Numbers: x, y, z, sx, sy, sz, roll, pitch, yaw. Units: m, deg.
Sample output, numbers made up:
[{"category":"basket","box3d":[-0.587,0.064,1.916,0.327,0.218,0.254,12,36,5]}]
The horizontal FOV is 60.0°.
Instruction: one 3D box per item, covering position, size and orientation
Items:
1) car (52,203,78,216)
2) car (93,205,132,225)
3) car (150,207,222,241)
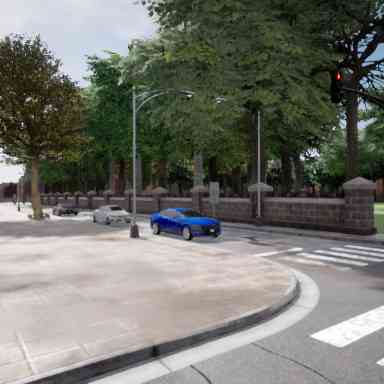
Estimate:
[{"category":"car","box3d":[-14.321,1.954,37.481,1.994,1.385,4.181,0,-1,-35]},{"category":"car","box3d":[-6.448,1.763,26.409,1.812,1.442,4.674,0,-1,-35]},{"category":"car","box3d":[-0.471,1.614,18.034,1.882,1.535,5.008,0,0,-36]}]
